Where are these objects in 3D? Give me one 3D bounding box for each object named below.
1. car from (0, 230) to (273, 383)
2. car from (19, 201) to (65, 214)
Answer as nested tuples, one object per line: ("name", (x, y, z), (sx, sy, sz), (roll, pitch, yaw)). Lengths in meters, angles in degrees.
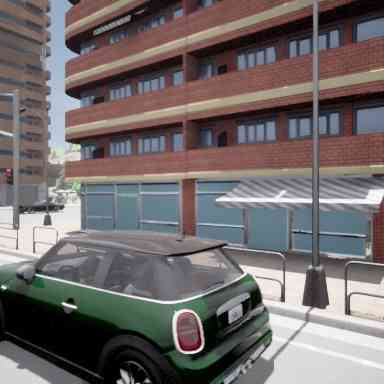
("car", (-1.253, 1.352, 4.887), (4.553, 1.767, 2.097), (0, 0, 36))
("car", (-16.241, 1.604, 35.686), (1.895, 1.301, 4.718), (0, 0, 36))
